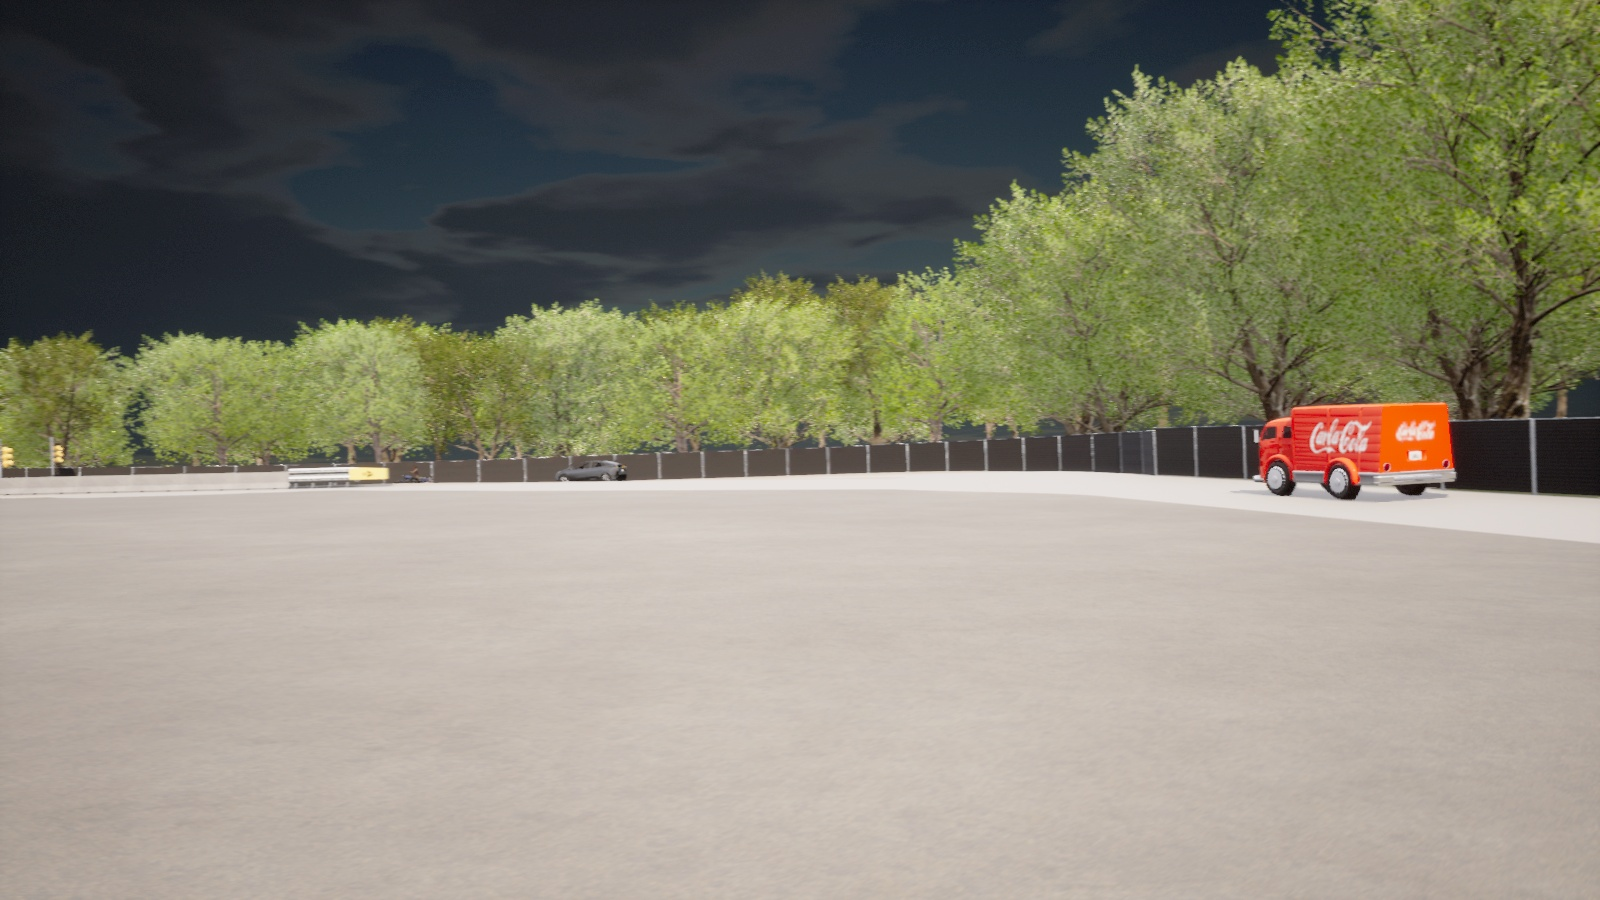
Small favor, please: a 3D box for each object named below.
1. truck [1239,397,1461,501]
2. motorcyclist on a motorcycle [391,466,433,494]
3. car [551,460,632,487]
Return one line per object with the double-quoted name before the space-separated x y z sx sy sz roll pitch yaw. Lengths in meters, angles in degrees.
"truck" 14.641 -0.043 33.835 2.627 2.467 5.204 -3 1 -17
"motorcyclist on a motorcycle" -24.324 1.887 78.761 2.350 1.649 0.766 -2 -1 -6
"car" -13.037 1.466 78.561 4.514 1.525 2.007 -2 -1 16
